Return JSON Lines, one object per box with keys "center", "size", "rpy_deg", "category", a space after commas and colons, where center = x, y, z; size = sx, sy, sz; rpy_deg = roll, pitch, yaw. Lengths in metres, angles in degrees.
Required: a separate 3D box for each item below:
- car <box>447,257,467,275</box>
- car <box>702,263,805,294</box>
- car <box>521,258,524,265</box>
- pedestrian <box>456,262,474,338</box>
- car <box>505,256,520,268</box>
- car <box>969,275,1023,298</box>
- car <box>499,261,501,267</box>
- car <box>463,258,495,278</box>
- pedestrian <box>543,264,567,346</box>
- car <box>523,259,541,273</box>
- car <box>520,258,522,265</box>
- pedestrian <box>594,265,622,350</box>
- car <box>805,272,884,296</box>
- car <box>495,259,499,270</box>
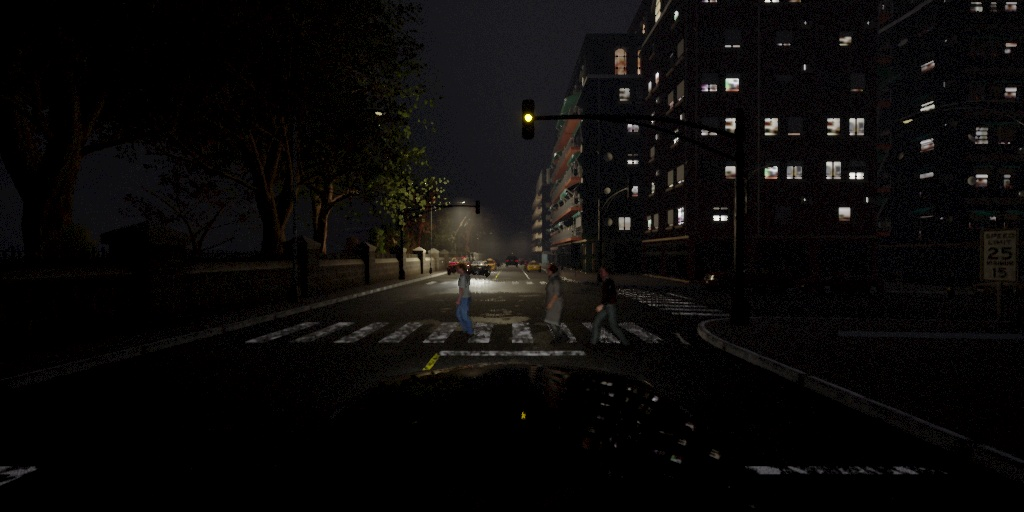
{"center": [-5.691, 1.068, 38.820], "size": [2.192, 1.841, 5.009], "rpy_deg": [0, 0, 0], "category": "car"}
{"center": [14.598, 1.337, 22.236], "size": [5.009, 1.841, 2.192], "rpy_deg": [0, 0, 0], "category": "car"}
{"center": [2.689, 1.305, 49.891], "size": [1.888, 1.381, 4.507], "rpy_deg": [0, 0, 0], "category": "car"}
{"center": [-1.156, 1.043, 8.640], "size": [0.375, 1.860, 0.375], "rpy_deg": [0, 0, 0], "category": "pedestrian"}
{"center": [-0.001, 0.991, 63.751], "size": [2.150, 2.045, 5.566], "rpy_deg": [0, 0, 0], "category": "car"}
{"center": [31.515, 1.856, 22.290], "size": [4.829, 1.417, 1.751], "rpy_deg": [0, 0, 0], "category": "car"}
{"center": [-3.042, 1.296, 65.016], "size": [1.812, 1.442, 4.674], "rpy_deg": [0, 0, 1], "category": "car"}
{"center": [-3.088, 1.244, 34.761], "size": [2.128, 1.511, 4.902], "rpy_deg": [0, 0, 0], "category": "car"}
{"center": [0.965, 1.043, 8.040], "size": [0.375, 1.860, 0.375], "rpy_deg": [0, 0, 0], "category": "pedestrian"}
{"center": [2.689, 1.282, 44.526], "size": [1.751, 1.417, 4.829], "rpy_deg": [0, 0, 0], "category": "car"}
{"center": [2.689, 1.314, 55.427], "size": [2.007, 1.370, 4.403], "rpy_deg": [0, 0, 0], "category": "car"}
{"center": [1.976, 1.043, 7.392], "size": [0.375, 1.860, 0.375], "rpy_deg": [0, 0, 0], "category": "pedestrian"}
{"center": [20.293, 1.670, 22.255], "size": [4.507, 1.381, 1.888], "rpy_deg": [0, 0, 0], "category": "car"}
{"center": [-3.089, 1.237, 48.311], "size": [1.882, 1.535, 5.008], "rpy_deg": [0, 0, 0], "category": "car"}
